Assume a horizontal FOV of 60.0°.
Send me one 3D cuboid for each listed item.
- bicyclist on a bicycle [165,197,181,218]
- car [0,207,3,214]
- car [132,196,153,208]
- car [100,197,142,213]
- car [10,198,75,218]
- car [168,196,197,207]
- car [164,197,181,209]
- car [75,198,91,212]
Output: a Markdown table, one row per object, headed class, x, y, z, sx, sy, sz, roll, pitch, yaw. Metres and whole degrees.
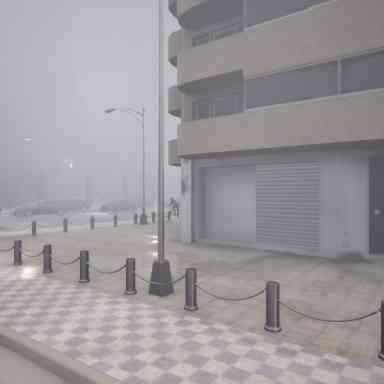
| class | x | y | z | sx | sy | sz | roll | pitch | yaw |
| --- | --- | --- | --- | --- | --- | --- | --- | --- | --- |
| bicyclist on a bicycle | -1.503 | 1.246 | 26.483 | 1.656 | 1.620 | 0.582 | 0 | 0 | 36 |
| car | -18.581 | 1.545 | 27.626 | 1.895 | 1.301 | 4.718 | 0 | 0 | 36 |
| car | -7.229 | 1.296 | 43.247 | 2.097 | 1.767 | 4.553 | 0 | 0 | 36 |
| car | -7.969 | 1.508 | 36.275 | 1.994 | 1.385 | 4.181 | 0 | 0 | 36 |
| car | -13.202 | 1.436 | 29.059 | 2.128 | 1.511 | 4.902 | 0 | 0 | 36 |
| car | -1.371 | 1.449 | 51.296 | 1.837 | 1.490 | 4.892 | 0 | 0 | 36 |
| car | -2.111 | 1.508 | 44.344 | 1.994 | 1.385 | 4.181 | 0 | 0 | 36 |
| car | -13.097 | 1.449 | 35.165 | 1.837 | 1.490 | 4.892 | 0 | 0 | 36 |
